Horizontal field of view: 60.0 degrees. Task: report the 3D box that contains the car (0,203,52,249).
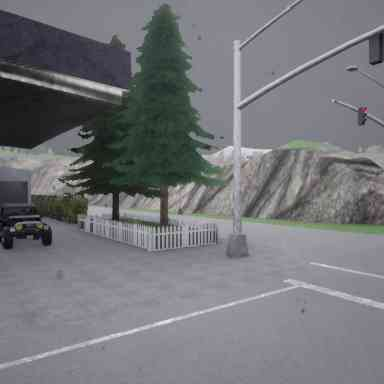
[{"bbox_3d":[-8.053,1.505,15.798,1.905,1.878,3.866,0,0,-37],"label":"car"}]
